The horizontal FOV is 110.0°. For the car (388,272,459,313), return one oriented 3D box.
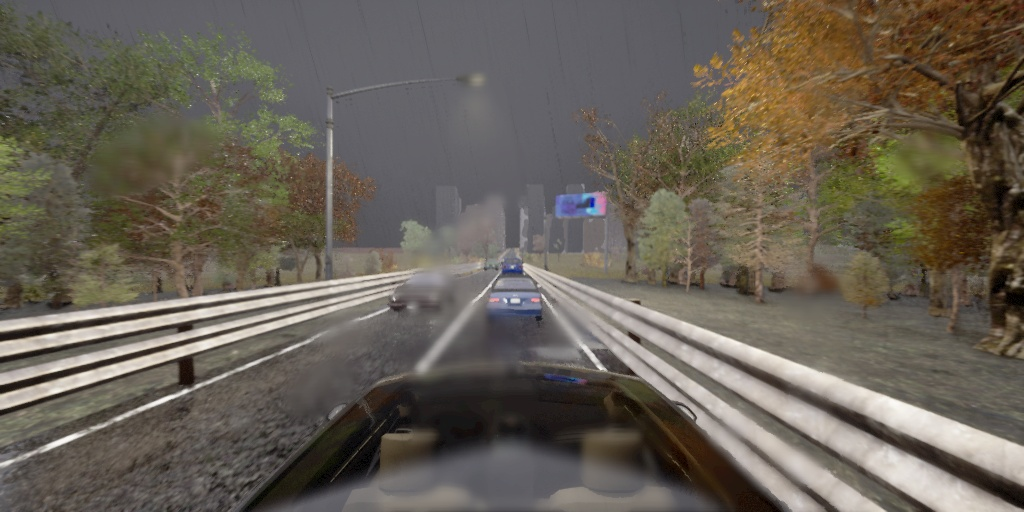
[{"bbox_3d":[-3.359,1.386,14.823,2.033,1.411,5.357,0,0,0],"label":"car"}]

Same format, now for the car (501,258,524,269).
[{"bbox_3d":[0.056,1.218,38.074,2.150,2.045,5.566,0,0,0],"label":"car"}]

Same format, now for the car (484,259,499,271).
[{"bbox_3d":[-3.329,1.466,58.880,2.150,2.045,5.566,0,0,0],"label":"car"}]

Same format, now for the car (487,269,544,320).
[{"bbox_3d":[0.093,1.374,12.970,2.033,1.411,5.357,0,0,0],"label":"car"}]
